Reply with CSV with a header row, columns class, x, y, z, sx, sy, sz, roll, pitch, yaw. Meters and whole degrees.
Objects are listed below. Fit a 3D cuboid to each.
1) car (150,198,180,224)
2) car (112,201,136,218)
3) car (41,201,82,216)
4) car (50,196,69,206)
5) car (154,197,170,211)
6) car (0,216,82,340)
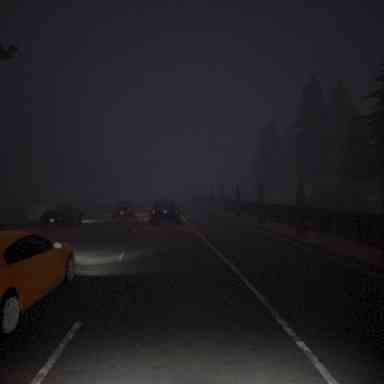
class,x,y,z,sx,sy,sz,roll,pitch,yaw
car,-2.043,1.364,24.776,2.097,1.767,4.553,0,0,-6
car,-6.139,1.549,30.131,1.812,1.442,4.674,0,0,-6
car,-8.860,1.555,22.732,1.812,1.442,4.674,0,0,-6
car,-23.428,1.555,59.044,1.882,1.535,5.008,0,0,-5
car,-3.890,1.498,42.162,1.882,1.535,5.008,0,0,-6
car,-3.810,1.489,6.510,1.882,1.535,5.008,0,0,-3
